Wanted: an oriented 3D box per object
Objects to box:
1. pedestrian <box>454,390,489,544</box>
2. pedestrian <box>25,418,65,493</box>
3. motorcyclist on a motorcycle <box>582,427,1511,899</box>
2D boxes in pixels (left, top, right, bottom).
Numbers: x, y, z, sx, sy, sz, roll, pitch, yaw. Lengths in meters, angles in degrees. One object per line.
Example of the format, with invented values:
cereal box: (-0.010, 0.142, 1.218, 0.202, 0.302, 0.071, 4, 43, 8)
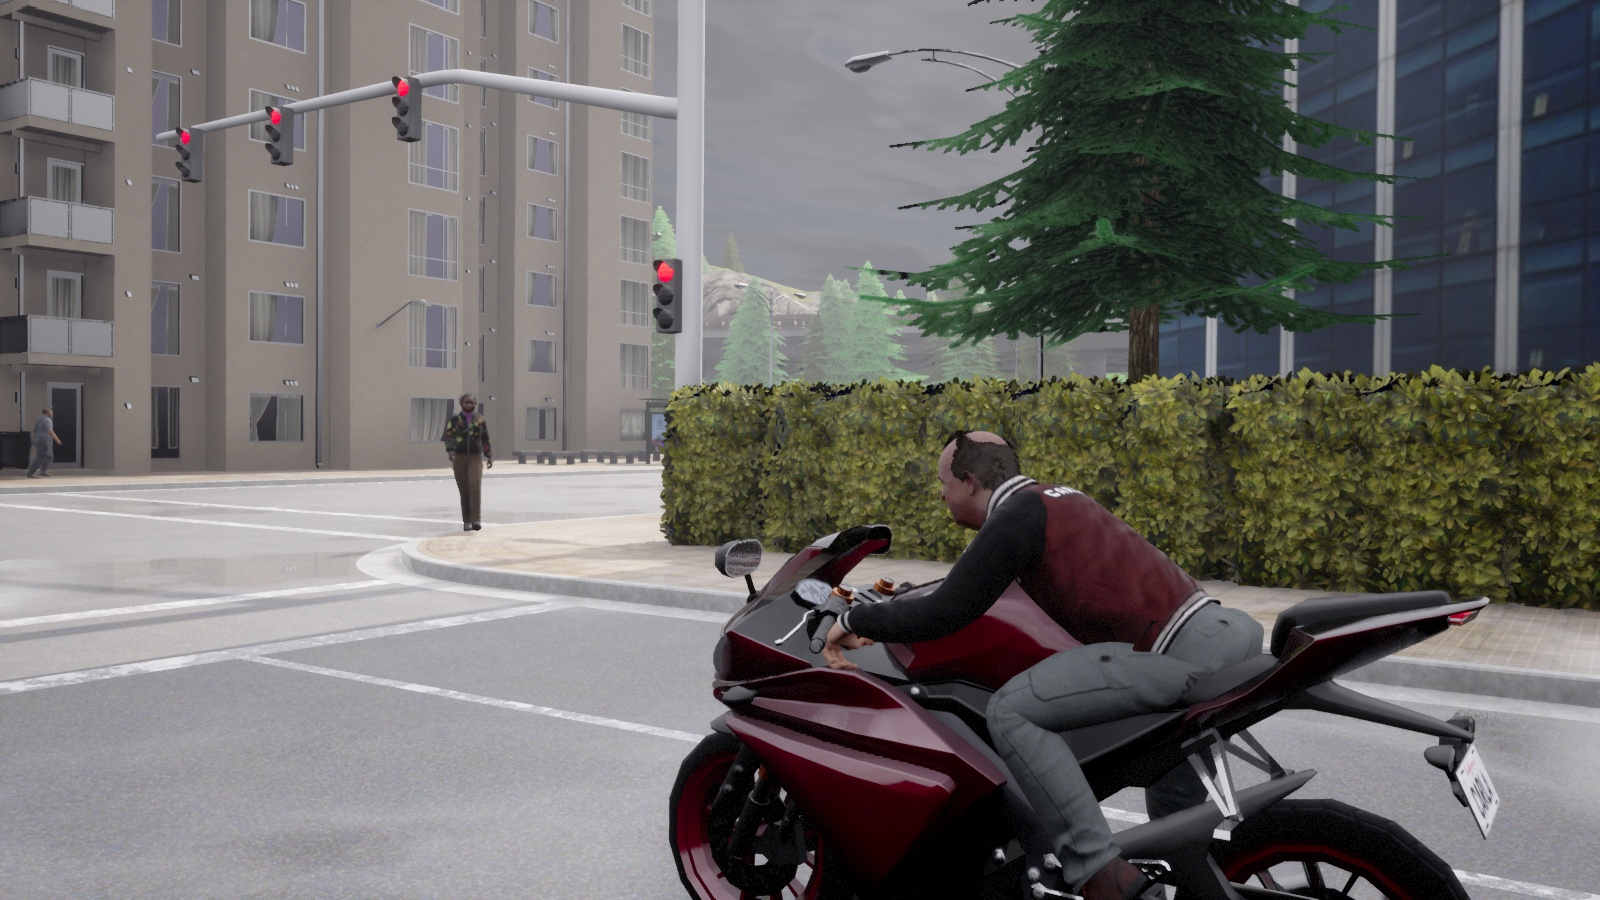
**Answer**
pedestrian: (-4.197, 0.207, 16.037, 0.395, 1.930, 0.692, -1, 1, -15)
pedestrian: (-18.822, 0.133, 31.328, 0.540, 1.848, 0.694, 0, 1, 41)
motorcyclist on a motorcycle: (0.552, 0.717, 3.257, 2.191, 1.530, 0.866, 0, 1, 34)
